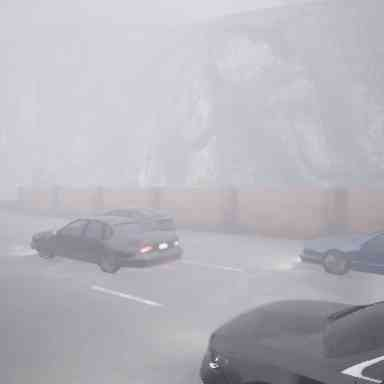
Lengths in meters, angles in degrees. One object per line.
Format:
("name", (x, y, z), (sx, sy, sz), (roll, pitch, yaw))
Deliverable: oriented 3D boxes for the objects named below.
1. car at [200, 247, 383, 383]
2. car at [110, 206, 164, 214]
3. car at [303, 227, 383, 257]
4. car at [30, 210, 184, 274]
("car", (2.338, 1.513, 2.361), (4.892, 1.490, 1.837), (1, 1, 35))
("car", (-2.907, 1.394, 14.680), (4.892, 1.490, 1.837), (1, 0, 36))
("car", (5.668, 1.545, 8.554), (5.357, 1.411, 2.033), (1, 0, 35))
("car", (-2.809, 1.464, 10.305), (5.357, 1.411, 2.033), (1, 0, 35))
